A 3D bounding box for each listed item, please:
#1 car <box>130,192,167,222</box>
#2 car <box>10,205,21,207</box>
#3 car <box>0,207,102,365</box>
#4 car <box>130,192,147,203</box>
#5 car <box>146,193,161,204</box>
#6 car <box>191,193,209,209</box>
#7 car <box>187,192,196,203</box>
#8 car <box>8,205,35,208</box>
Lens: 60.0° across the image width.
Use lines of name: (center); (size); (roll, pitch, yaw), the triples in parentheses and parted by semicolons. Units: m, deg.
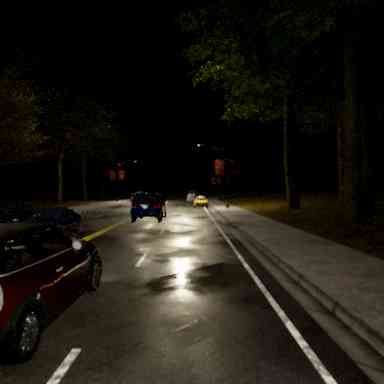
car: (-3.154, 1.104, 24.949); (2.150, 2.045, 5.566); (0, 0, 0)
car: (-9.852, 1.473, 19.111); (1.994, 1.385, 4.181); (0, 0, 0)
car: (-3.151, 1.324, 5.953); (2.097, 1.767, 4.553); (0, 0, 0)
car: (-9.796, 0.966, 60.931); (2.150, 2.045, 5.566); (0, 0, 1)
car: (-6.559, 1.107, 57.409); (2.097, 1.767, 4.553); (0, 0, 1)
car: (1.130, 1.266, 42.186); (1.801, 1.575, 5.366); (0, 0, 0)
car: (-0.011, 1.267, 61.596); (1.812, 1.442, 4.674); (0, 0, 0)
car: (-6.602, 1.451, 15.739); (1.812, 1.442, 4.674); (0, 0, 0)
